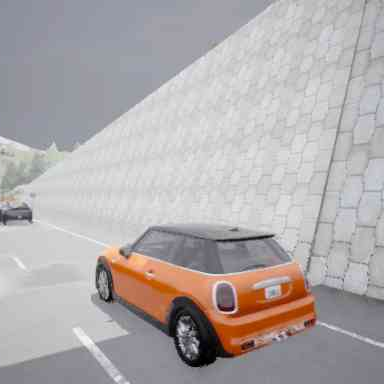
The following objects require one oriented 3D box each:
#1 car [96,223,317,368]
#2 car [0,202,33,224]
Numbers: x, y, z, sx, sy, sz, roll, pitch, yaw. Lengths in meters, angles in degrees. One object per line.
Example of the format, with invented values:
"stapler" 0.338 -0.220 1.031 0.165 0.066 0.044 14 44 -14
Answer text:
"car" -0.140 1.354 6.171 2.097 1.767 4.553 0 0 -35
"car" -13.134 1.503 24.675 2.128 1.511 4.902 0 0 -35
